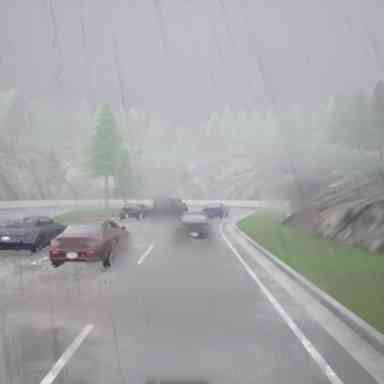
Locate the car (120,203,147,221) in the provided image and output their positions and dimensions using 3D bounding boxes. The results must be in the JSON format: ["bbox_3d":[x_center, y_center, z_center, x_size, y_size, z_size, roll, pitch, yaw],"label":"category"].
[{"bbox_3d":[-5.127,1.850,31.350,1.837,1.490,4.892,-1,-1,14],"label":"car"}]

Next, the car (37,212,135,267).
[{"bbox_3d":[-3.425,1.657,11.797,1.812,1.442,4.674,0,0,0],"label":"car"}]

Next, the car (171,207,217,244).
[{"bbox_3d":[0.114,1.710,16.786,1.812,1.442,4.674,0,-1,1],"label":"car"}]

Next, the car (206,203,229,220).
[{"bbox_3d":[2.432,1.835,32.772,1.882,1.535,5.008,0,-1,15],"label":"car"}]

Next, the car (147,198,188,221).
[{"bbox_3d":[-1.880,1.555,30.338,2.150,2.045,5.566,0,-1,14],"label":"car"}]

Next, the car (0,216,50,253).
[{"bbox_3d":[-6.902,1.726,14.425,1.994,1.385,4.181,0,-1,1],"label":"car"}]
